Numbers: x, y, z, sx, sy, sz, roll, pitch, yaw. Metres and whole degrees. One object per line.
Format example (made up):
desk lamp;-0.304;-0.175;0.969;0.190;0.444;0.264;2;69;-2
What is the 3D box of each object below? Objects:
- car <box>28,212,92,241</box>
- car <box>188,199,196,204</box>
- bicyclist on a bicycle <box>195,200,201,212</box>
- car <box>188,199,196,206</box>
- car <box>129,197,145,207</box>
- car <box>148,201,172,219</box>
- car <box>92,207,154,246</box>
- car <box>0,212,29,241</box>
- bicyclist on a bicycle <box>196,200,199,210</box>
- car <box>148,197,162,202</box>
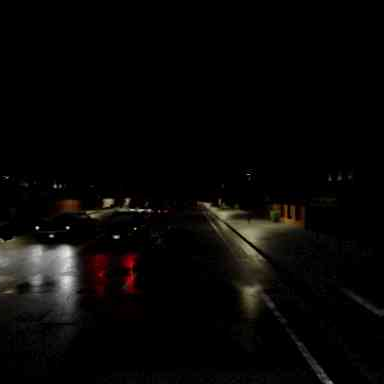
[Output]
car;-6.596;1.792;17.860;1.895;1.301;4.718;0;-1;0
car;0.021;2.586;94.457;2.033;1.411;5.357;0;-1;0
bicyclist on a bicycle;0.899;1.997;47.003;0.866;1.612;1.509;0;-1;0
car;0.019;2.458;76.456;1.994;1.385;4.181;0;-1;0
car;-9.764;1.941;59.289;2.150;2.045;5.566;0;-1;1
car;-3.140;1.942;34.283;2.033;1.411;5.357;0;-1;0
car;-3.145;1.697;16.137;1.812;1.442;4.674;0;-1;0
car;-9.846;1.792;17.860;1.895;1.301;4.718;0;-1;0
bicyclist on a bicycle;0.905;2.130;56.006;0.582;1.620;1.656;0;-1;0
car;-6.520;1.942;59.359;2.150;2.045;5.566;0;-1;1
